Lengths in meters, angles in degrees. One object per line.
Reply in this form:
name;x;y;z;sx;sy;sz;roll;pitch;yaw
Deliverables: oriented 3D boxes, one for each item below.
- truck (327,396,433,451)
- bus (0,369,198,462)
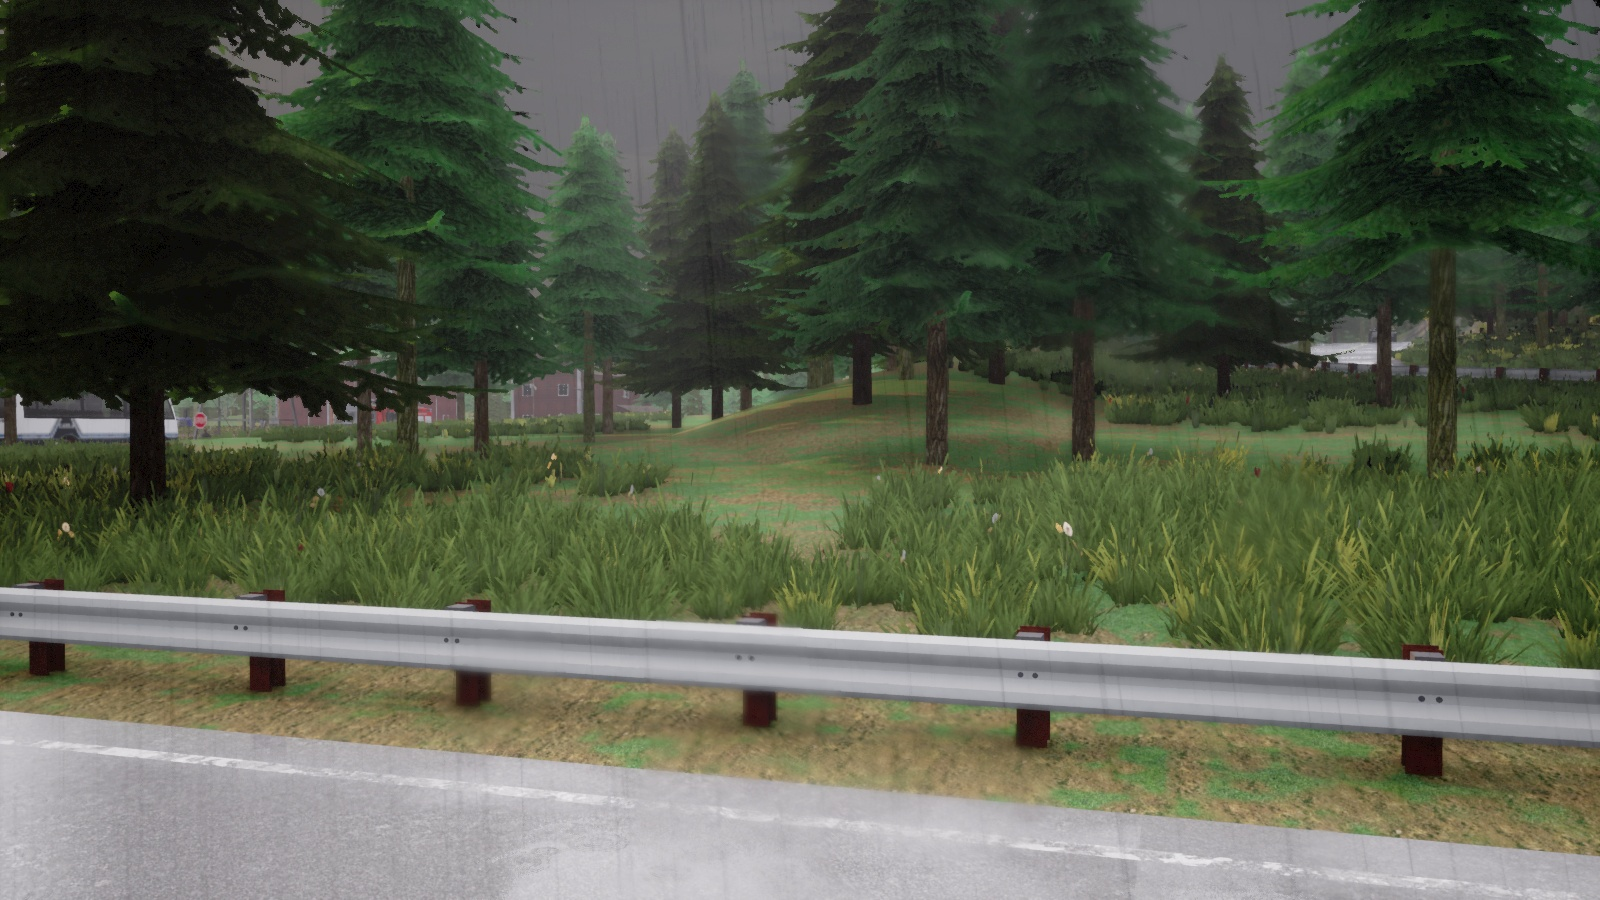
truck;-30.465;-1.891;91.528;2.891;3.827;8.468;1;1;17
bus;-35.726;-1.667;63.051;3.944;4.253;10.273;1;1;17
